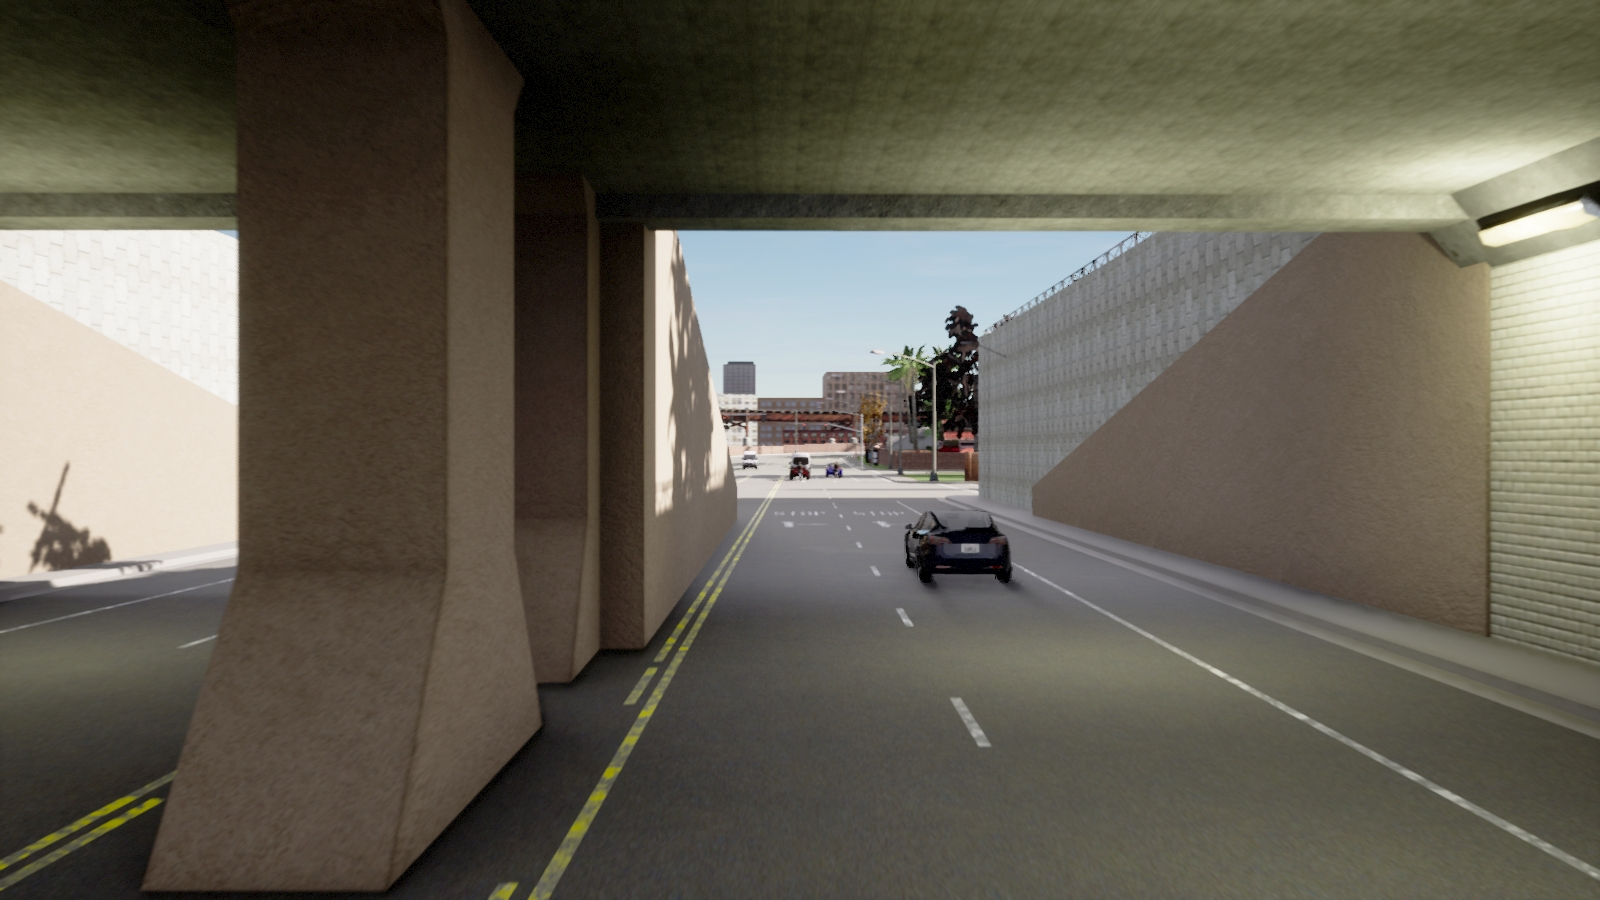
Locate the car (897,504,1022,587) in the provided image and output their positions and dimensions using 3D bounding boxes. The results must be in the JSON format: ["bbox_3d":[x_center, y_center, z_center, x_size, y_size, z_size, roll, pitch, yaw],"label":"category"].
[{"bbox_3d":[3.462,2.063,25.751,2.163,1.488,4.792,0,0,0],"label":"car"}]
